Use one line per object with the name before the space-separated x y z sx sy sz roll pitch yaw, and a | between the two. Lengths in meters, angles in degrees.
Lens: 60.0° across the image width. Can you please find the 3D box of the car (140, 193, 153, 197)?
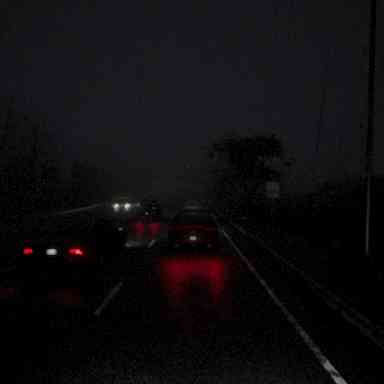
car | -7.066 0.931 51.800 1.812 1.442 4.674 0 3 0

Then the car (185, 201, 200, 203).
car | 0.060 1.482 28.682 1.812 1.442 4.674 0 0 1

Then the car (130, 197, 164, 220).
car | -3.447 1.450 27.900 2.128 1.511 4.902 0 0 1

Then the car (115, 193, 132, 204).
car | -10.565 0.890 51.646 1.882 1.535 5.008 0 3 0

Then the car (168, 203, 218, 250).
car | 0.059 1.456 14.178 1.882 1.535 5.008 0 0 1

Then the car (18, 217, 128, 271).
car | -3.474 1.531 10.769 2.033 1.411 5.357 0 0 0
